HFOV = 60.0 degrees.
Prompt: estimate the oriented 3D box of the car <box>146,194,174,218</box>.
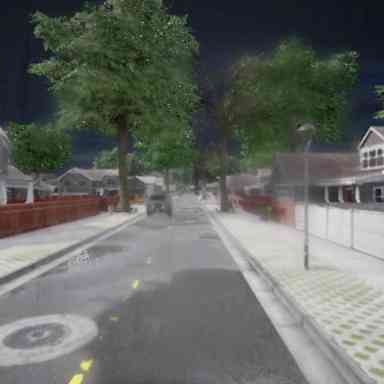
[{"bbox_3d":[-2.843,1.190,30.637,2.150,2.045,5.566,0,0,0],"label":"car"}]
